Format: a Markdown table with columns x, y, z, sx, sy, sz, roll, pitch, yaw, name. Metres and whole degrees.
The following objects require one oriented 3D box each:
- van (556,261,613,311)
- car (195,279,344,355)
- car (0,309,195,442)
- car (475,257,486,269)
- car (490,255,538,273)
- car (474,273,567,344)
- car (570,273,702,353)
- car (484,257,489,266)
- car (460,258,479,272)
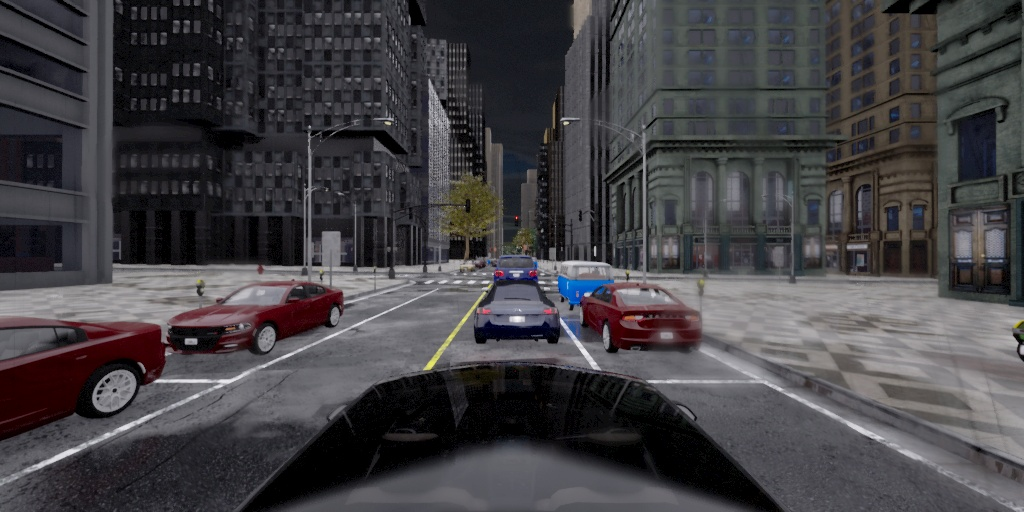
| x | y | z | sx | sy | sz | roll | pitch | yaw | name |
| --- | --- | --- | --- | --- | --- | --- | --- | --- | --- |
| 2.787 | 1.092 | 14.197 | 1.690 | 1.789 | 3.998 | 0 | 0 | 0 | van |
| -5.774 | 1.295 | 8.697 | 1.888 | 1.381 | 4.507 | 0 | 0 | 0 | car |
| -5.777 | 1.295 | 3.172 | 1.888 | 1.381 | 4.507 | 0 | 0 | 0 | car |
| -5.718 | 1.322 | 57.370 | 1.888 | 1.381 | 4.507 | 0 | 0 | 0 | car |
| 0.134 | 0.974 | 19.043 | 2.150 | 2.045 | 5.566 | 0 | 0 | -1 | car |
| 0.108 | 1.315 | 9.631 | 1.994 | 1.385 | 4.181 | 0 | 0 | 0 | car |
| 2.782 | 1.295 | 8.672 | 1.888 | 1.381 | 4.507 | 0 | 0 | 0 | car |
| -5.714 | 1.097 | 62.659 | 2.192 | 1.841 | 5.009 | 0 | 0 | 0 | car |
| -5.733 | 1.294 | 46.620 | 1.751 | 1.417 | 4.829 | 0 | 0 | 0 | car |
